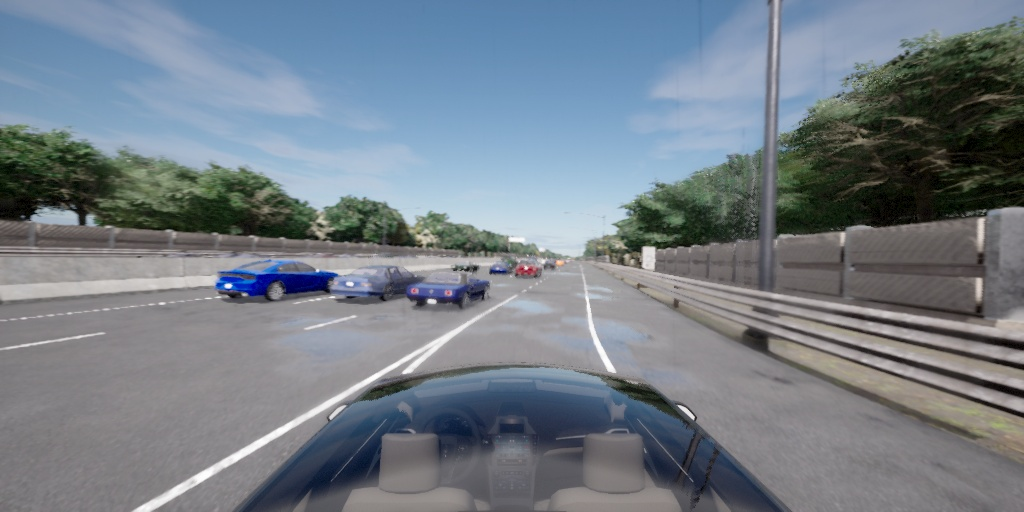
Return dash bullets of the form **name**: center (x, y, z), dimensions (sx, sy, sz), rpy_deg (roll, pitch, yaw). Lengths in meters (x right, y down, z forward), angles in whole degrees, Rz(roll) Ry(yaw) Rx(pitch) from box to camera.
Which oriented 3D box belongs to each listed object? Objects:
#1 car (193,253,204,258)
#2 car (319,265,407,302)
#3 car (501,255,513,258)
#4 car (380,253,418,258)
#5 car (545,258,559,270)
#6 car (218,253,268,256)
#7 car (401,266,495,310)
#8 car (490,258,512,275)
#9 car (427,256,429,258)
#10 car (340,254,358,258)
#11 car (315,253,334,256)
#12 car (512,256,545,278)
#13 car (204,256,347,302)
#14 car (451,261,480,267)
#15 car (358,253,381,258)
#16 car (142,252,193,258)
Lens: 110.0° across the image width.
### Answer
- **car**: center (-24.147, 0.443, 30.751), dimensions (1.994, 1.385, 4.181), rpy_deg (2, 0, 11)
- **car**: center (-5.564, 1.097, 15.786), dimensions (2.033, 1.411, 5.357), rpy_deg (2, 0, 11)
- **car**: center (-0.610, 0.939, 60.746), dimensions (2.150, 2.045, 5.566), rpy_deg (2, 0, 11)
- **car**: center (-14.148, 0.722, 45.806), dimensions (2.128, 1.511, 4.902), rpy_deg (2, 0, 11)
- **car**: center (6.235, 1.489, 59.360), dimensions (1.812, 1.442, 4.674), rpy_deg (2, 0, 11)
- **car**: center (-20.963, 0.541, 28.838), dimensions (2.033, 1.411, 5.357), rpy_deg (2, 0, 11)
- **car**: center (-2.285, 1.268, 14.320), dimensions (1.895, 1.301, 4.718), rpy_deg (2, 0, 11)
- **car**: center (-1.113, 1.264, 39.157), dimensions (1.994, 1.385, 4.181), rpy_deg (2, 0, 11)
- **car**: center (-14.487, 0.732, 62.713), dimensions (1.895, 1.301, 4.718), rpy_deg (2, 0, 11)
- **car**: center (-21.097, 0.473, 46.676), dimensions (2.128, 1.511, 4.902), rpy_deg (2, 0, 11)
- **car**: center (-17.233, 0.691, 29.682), dimensions (1.994, 1.385, 4.181), rpy_deg (2, 0, 11)
- **car**: center (1.692, 1.154, 35.115), dimensions (2.097, 1.767, 4.553), rpy_deg (2, 0, 11)
- **car**: center (-9.316, 0.893, 14.790), dimensions (1.882, 1.535, 5.008), rpy_deg (2, 0, 11)
- **car**: center (-4.857, 1.167, 38.167), dimensions (1.895, 1.301, 4.718), rpy_deg (2, 0, 11)
- **car**: center (-17.557, 0.672, 46.597), dimensions (1.994, 1.385, 4.181), rpy_deg (2, 0, 11)
- **car**: center (-27.841, 0.348, 30.080), dimensions (1.895, 1.301, 4.718), rpy_deg (2, 0, 11)
